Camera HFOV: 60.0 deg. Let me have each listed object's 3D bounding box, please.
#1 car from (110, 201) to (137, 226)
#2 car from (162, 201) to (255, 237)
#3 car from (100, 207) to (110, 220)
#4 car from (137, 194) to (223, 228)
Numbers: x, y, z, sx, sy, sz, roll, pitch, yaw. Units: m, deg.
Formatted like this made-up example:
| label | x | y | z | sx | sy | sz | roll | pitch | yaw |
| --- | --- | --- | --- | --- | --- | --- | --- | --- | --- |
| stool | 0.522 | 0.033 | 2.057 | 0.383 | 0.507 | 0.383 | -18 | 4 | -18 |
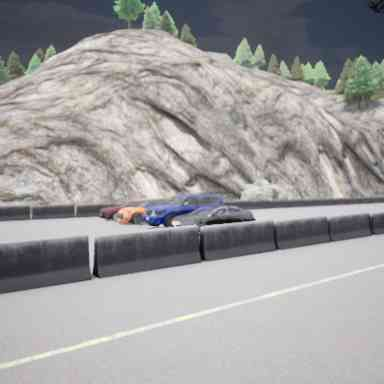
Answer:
| label | x | y | z | sx | sy | sz | roll | pitch | yaw |
| --- | --- | --- | --- | --- | --- | --- | --- | --- | --- |
| car | -2.976 | 1.310 | 23.262 | 4.553 | 1.767 | 2.097 | 0 | 0 | -35 |
| car | 1.183 | 1.448 | 17.629 | 4.902 | 1.511 | 2.128 | 0 | 0 | -35 |
| car | -4.758 | 1.435 | 26.287 | 5.008 | 1.535 | 1.882 | 0 | 0 | -35 |
| car | -0.309 | 1.176 | 20.857 | 5.566 | 2.045 | 2.150 | 0 | 0 | -35 |
